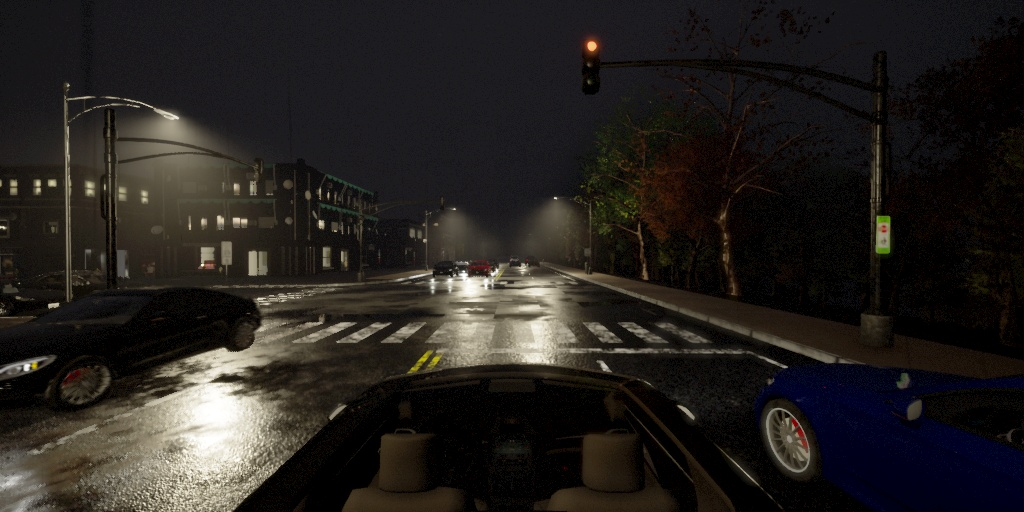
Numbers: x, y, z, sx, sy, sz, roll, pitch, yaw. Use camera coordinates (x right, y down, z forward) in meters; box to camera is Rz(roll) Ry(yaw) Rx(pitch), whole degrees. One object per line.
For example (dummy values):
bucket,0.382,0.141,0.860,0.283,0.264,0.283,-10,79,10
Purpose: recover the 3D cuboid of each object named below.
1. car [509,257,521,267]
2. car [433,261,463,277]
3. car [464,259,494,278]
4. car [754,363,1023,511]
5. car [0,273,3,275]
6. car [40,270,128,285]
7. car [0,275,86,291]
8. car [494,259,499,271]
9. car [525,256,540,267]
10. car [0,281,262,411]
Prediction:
car,0.588,1.290,64.099,1.994,1.385,4.181,0,0,-1
car,-6.340,1.217,34.782,1.882,1.535,5.008,0,0,1
car,-3.083,1.217,34.625,1.882,1.535,5.008,0,0,1
car,3.355,1.276,1.682,1.812,1.442,4.674,0,0,1
car,-33.659,1.654,22.489,4.207,1.307,1.802,0,0,1
car,-19.614,1.474,16.565,4.892,1.490,1.837,-1,1,1
car,-19.857,1.565,13.863,4.313,1.339,1.948,0,0,1
car,-3.006,1.261,44.686,1.812,1.442,4.674,0,0,1
car,3.826,1.204,63.583,1.882,1.535,5.008,0,0,0
car,-6.482,1.275,6.211,1.812,1.442,4.674,0,0,-1
